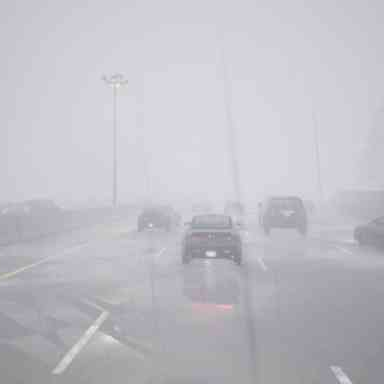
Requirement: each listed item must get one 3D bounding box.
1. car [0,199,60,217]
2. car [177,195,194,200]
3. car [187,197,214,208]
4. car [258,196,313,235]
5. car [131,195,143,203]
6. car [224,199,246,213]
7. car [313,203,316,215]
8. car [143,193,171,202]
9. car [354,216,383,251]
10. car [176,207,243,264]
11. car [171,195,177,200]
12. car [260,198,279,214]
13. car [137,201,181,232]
[{"bbox_3d":[-11.908,1.314,24.965,2.097,1.767,4.553,0,0,9],"label":"car"},{"bbox_3d":[-0.621,1.466,63.969,1.837,1.490,4.892,0,0,23],"label":"car"},{"bbox_3d":[1.152,1.508,35.811,1.812,1.442,4.674,0,0,13],"label":"car"},{"bbox_3d":[5.036,1.222,18.942,2.150,2.045,5.566,0,0,8],"label":"car"},{"bbox_3d":[-10.510,1.419,67.552,1.882,1.535,5.008,0,0,23],"label":"car"},{"bbox_3d":[4.523,1.495,34.799,1.837,1.490,4.892,0,0,13],"label":"car"},{"bbox_3d":[11.618,1.509,34.357,1.837,1.490,4.892,0,0,14],"label":"car"},{"bbox_3d":[-6.929,1.172,66.993,2.150,2.045,5.566,0,0,23],"label":"car"},{"bbox_3d":[7.839,1.573,12.636,1.994,1.385,4.181,0,0,5],"label":"car"},{"bbox_3d":[0.732,1.500,11.816,1.837,1.490,4.892,0,0,5],"label":"car"},{"bbox_3d":[-2.901,1.311,67.501,2.097,1.767,4.553,0,0,23],"label":"car"},{"bbox_3d":[8.385,1.475,35.800,1.882,1.535,5.008,0,0,14],"label":"car"},{"bbox_3d":[-1.856,1.490,19.969,1.837,1.490,4.892,0,0,8],"label":"car"}]
